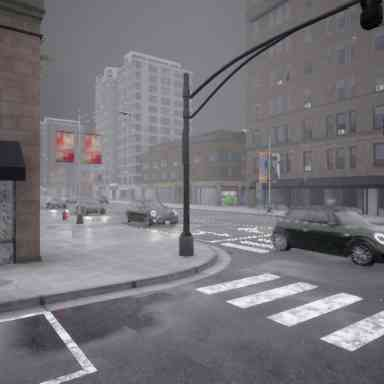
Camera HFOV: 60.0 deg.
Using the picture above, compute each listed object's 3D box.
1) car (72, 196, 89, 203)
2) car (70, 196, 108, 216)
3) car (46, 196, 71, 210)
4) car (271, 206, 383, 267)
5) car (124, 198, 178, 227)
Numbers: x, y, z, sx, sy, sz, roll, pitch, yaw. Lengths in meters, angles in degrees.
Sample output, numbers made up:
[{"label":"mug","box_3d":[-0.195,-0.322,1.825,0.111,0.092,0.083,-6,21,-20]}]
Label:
[{"label":"car","box_3d":[-22.228,1.452,66.335,1.994,1.385,4.181,0,0,-36]},{"label":"car","box_3d":[-9.942,1.459,32.366,1.837,1.490,4.892,0,0,-36]},{"label":"car","box_3d":[-17.522,1.440,42.915,1.837,1.490,4.892,0,1,-35]},{"label":"car","box_3d":[5.051,1.345,11.623,2.097,1.767,4.553,0,0,-36]},{"label":"car","box_3d":[-2.827,1.326,22.518,2.097,1.767,4.553,0,0,-36]}]
